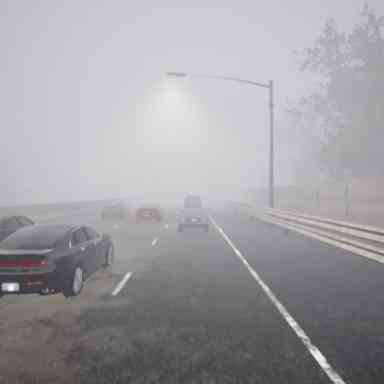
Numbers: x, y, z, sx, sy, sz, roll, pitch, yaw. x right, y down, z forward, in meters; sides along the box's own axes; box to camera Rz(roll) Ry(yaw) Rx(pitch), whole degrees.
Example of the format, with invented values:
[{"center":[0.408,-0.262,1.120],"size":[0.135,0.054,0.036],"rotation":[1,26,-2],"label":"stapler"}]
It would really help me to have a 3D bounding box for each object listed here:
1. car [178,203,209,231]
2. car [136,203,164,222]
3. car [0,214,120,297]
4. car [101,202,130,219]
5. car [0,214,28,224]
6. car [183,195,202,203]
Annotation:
[{"center":[0.096,1.658,21.217],"size":[2.033,1.411,5.357],"rotation":[0,0,0],"label":"car"},{"center":[-3.402,1.622,27.506],"size":[1.882,1.535,5.008],"rotation":[0,0,0],"label":"car"},{"center":[-3.402,1.549,8.674],"size":[1.837,1.490,4.892],"rotation":[0,0,0],"label":"car"},{"center":[-6.904,1.652,30.479],"size":[2.128,1.511,4.902],"rotation":[0,0,0],"label":"car"},{"center":[-6.900,1.540,12.155],"size":[1.882,1.535,5.008],"rotation":[0,0,0],"label":"car"},{"center":[0.094,1.445,41.771],"size":[2.150,2.045,5.566],"rotation":[0,0,0],"label":"car"}]
